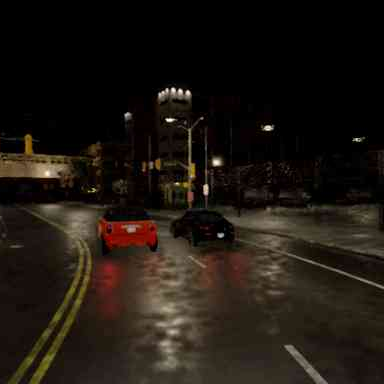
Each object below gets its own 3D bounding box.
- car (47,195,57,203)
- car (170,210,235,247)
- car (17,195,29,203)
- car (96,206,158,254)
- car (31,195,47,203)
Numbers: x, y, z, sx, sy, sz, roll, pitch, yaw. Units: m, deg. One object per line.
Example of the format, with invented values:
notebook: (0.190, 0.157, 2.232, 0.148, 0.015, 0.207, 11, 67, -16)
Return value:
car: (-36.951, 2.080, 87.190, 1.895, 1.301, 4.718, 0, 0, -31)
car: (0.390, 1.565, 15.436, 1.812, 1.442, 4.674, 0, 0, -19)
car: (-41.269, 1.719, 81.336, 2.150, 2.045, 5.566, 0, 0, -30)
car: (-2.892, 1.411, 14.144, 2.097, 1.767, 4.553, 0, 0, -19)
car: (-38.231, 2.018, 83.075, 2.033, 1.411, 5.357, 0, 0, -30)
